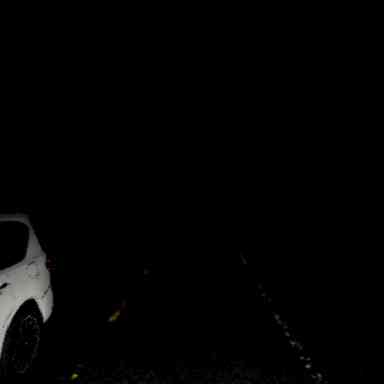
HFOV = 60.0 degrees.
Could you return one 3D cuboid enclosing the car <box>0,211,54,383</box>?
[{"bbox_3d":[-3.045,1.235,2.472,2.150,2.045,5.566,0,0,1],"label":"car"}]
